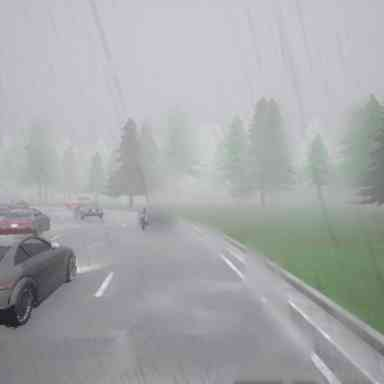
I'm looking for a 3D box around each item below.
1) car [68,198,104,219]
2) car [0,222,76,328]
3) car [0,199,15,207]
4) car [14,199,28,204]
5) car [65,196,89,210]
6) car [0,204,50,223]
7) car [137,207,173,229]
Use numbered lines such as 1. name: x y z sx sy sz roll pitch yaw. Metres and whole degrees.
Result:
1. car: -9.155 1.569 29.136 2.033 1.411 5.357 0 0 -28
2. car: -3.870 1.578 6.954 1.994 1.385 4.181 0 0 -4
3. car: -17.977 1.616 30.443 2.033 1.411 5.357 0 0 -37
4. car: -20.393 1.566 38.168 4.902 1.511 2.128 0 0 45
5. car: -14.504 1.390 42.483 2.097 1.767 4.553 -1 0 -44
6. car: -9.048 1.596 18.074 1.994 1.385 4.181 0 0 -13
7. car: -2.513 1.593 21.637 1.895 1.301 4.718 0 0 -13
